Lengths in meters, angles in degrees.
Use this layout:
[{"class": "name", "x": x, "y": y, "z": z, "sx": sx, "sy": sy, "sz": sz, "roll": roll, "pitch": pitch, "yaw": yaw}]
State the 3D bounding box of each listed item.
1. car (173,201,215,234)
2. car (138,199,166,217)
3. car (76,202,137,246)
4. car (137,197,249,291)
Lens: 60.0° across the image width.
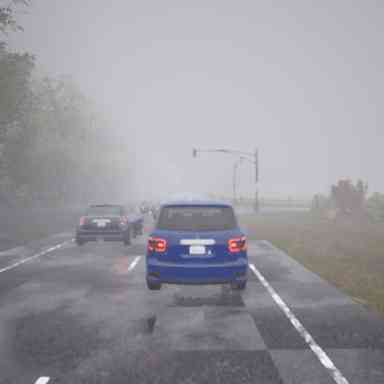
[{"class": "car", "x": 0.099, "y": 1.330, "z": 19.146, "sx": 2.128, "sy": 1.511, "sz": 4.902, "roll": 0, "pitch": 0, "yaw": 0}, {"class": "car", "x": -3.405, "y": 1.353, "z": 29.416, "sx": 1.895, "sy": 1.301, "sz": 4.718, "roll": 0, "pitch": 1, "yaw": 0}, {"class": "car", "x": -3.404, "y": 1.228, "z": 14.633, "sx": 2.097, "sy": 1.767, "sz": 4.553, "roll": 0, "pitch": 0, "yaw": 0}, {"class": "car", "x": 0.098, "y": 1.148, "z": 8.925, "sx": 2.150, "sy": 2.045, "sz": 5.566, "roll": 0, "pitch": 1, "yaw": 0}]
